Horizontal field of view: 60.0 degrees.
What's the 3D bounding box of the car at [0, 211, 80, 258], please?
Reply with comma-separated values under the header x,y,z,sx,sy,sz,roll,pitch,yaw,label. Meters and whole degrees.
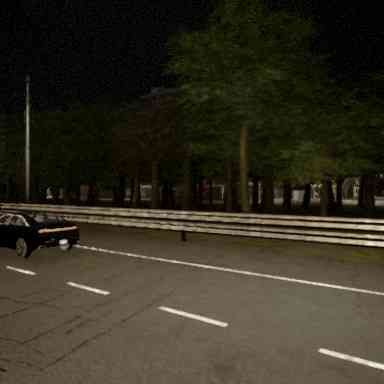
x,y,z,sx,sy,sz,roll,pitch,yaw,label
-6.334,1.487,12.693,4.902,1.511,2.128,0,0,36,car
